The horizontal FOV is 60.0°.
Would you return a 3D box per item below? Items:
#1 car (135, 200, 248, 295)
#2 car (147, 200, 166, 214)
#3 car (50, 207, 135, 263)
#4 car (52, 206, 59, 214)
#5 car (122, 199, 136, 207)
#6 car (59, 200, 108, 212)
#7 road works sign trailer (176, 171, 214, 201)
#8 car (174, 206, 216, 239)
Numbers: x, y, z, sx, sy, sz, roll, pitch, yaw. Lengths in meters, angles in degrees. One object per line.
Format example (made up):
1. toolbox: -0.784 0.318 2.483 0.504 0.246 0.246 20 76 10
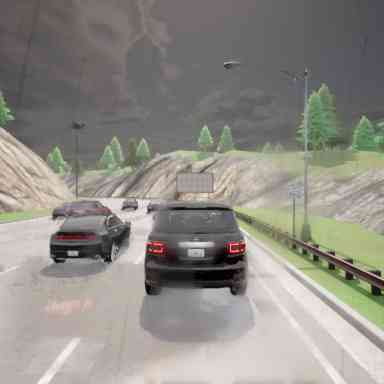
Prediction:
1. car: 0.089 1.221 8.846 2.150 2.045 5.566 0 0 0
2. car: -3.826 1.601 36.282 1.895 1.301 4.718 0 0 -4
3. car: -3.413 1.505 11.959 1.837 1.490 4.892 0 0 0
4. car: -10.507 1.564 28.895 1.994 1.385 4.181 0 0 -1
5. car: -7.908 1.546 42.538 2.033 1.411 5.357 0 0 -7
6. car: -6.929 1.352 22.590 2.097 1.767 4.553 0 0 0
7. road works sign trailer: 0.190 0.464 21.564 2.380 3.560 2.880 0 0 0
8. car: 0.117 1.559 18.068 1.994 1.385 4.181 0 0 -1
